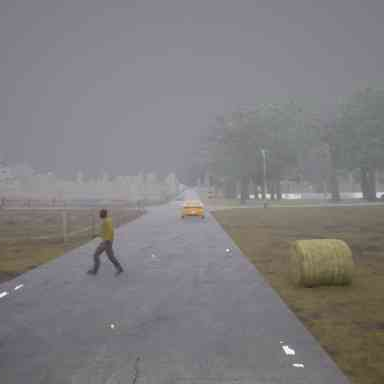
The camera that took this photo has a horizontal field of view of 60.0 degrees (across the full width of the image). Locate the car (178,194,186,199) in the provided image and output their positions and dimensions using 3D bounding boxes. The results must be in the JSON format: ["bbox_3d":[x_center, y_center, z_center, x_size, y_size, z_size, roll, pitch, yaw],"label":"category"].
[{"bbox_3d":[-2.716,1.176,89.821,2.033,1.411,5.357,0,1,0],"label":"car"}]

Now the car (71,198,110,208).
[{"bbox_3d":[-14.564,1.574,47.865,5.357,1.411,2.033,0,-1,-3],"label":"car"}]

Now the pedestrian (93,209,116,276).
[{"bbox_3d":[-2.322,1.295,8.842,0.375,1.860,0.375,1,-1,-5],"label":"pedestrian"}]

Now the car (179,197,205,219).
[{"bbox_3d":[0.092,1.468,29.216,1.882,1.535,5.008,0,0,0],"label":"car"}]

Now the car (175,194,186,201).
[{"bbox_3d":[-2.721,1.362,74.326,1.994,1.385,4.181,0,1,0],"label":"car"}]

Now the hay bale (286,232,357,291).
[{"bbox_3d":[3.117,1.657,8.169,1.220,1.180,1.240,-1,-1,0],"label":"hay bale"}]

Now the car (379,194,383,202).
[{"bbox_3d":[30.023,0.509,47.738,5.566,2.045,2.150,-2,-1,0],"label":"car"}]
